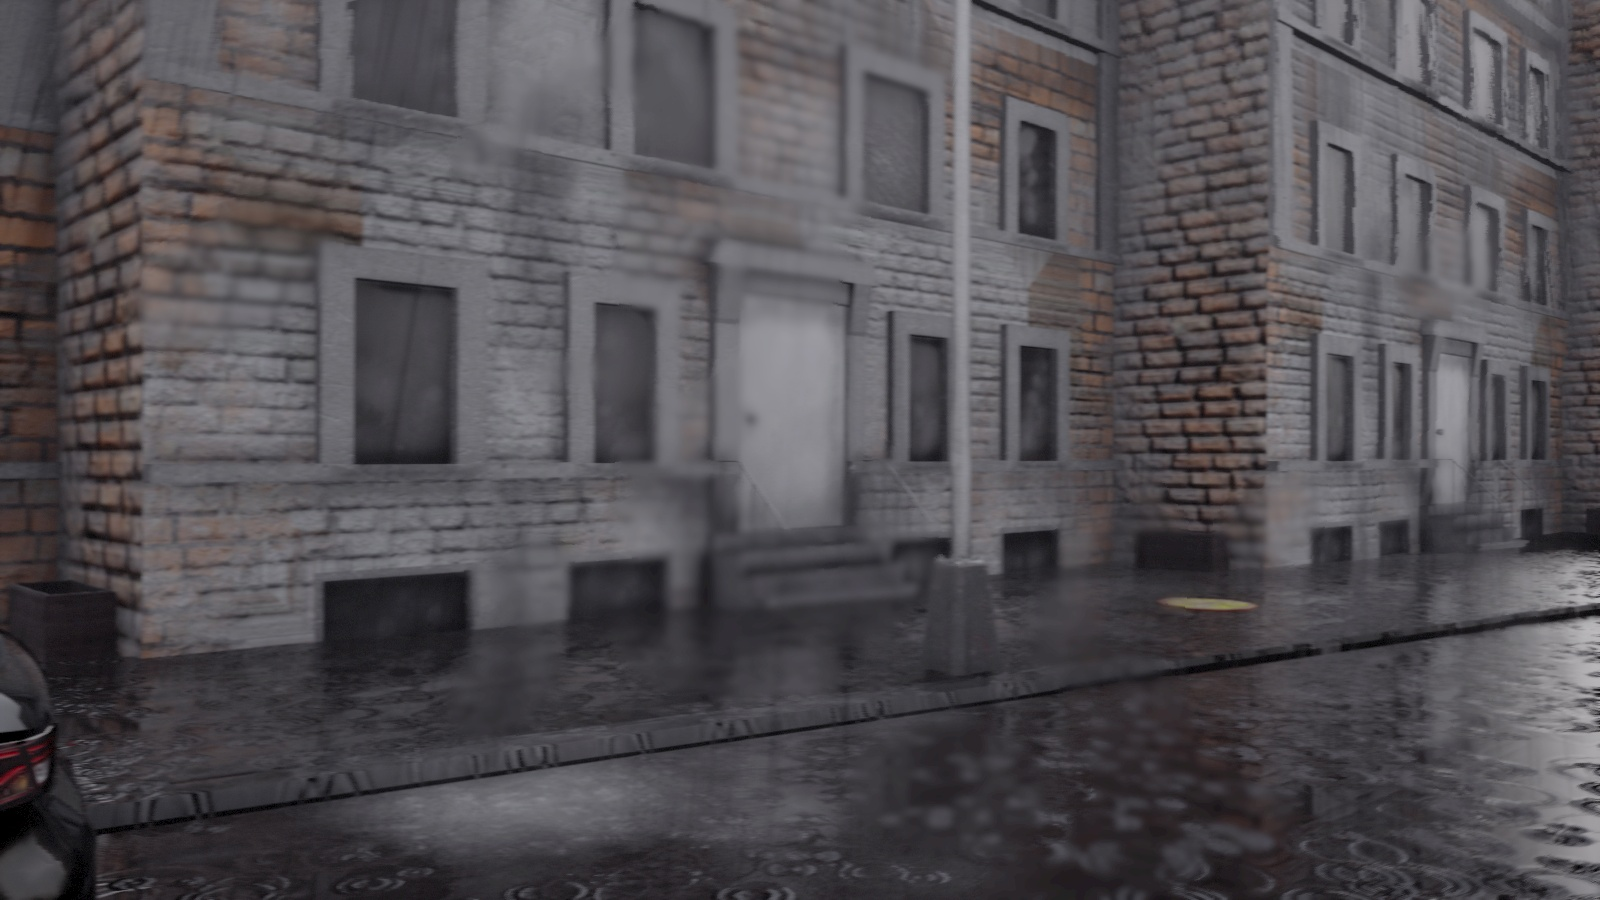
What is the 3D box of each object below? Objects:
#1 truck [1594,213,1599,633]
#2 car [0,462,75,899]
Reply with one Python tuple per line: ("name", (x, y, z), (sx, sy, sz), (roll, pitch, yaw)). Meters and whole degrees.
("truck", (10.673, -0.232, 11.398), (7.936, 3.462, 2.891), (0, 0, -34))
("car", (-3.543, 0.770, 1.830), (4.193, 1.474, 1.816), (0, 0, -34))
